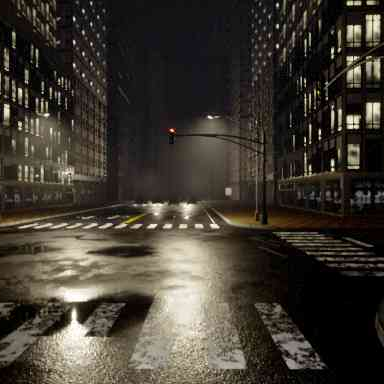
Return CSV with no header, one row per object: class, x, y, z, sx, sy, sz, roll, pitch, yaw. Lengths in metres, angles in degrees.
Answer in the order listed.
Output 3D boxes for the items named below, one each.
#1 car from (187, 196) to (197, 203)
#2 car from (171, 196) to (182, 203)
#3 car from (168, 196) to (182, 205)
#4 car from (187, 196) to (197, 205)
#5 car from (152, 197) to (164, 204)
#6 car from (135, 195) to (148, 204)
car,0.001,1.583,70.523,1.895,1.301,4.718,0,0,0
car,-3.249,1.522,70.077,1.994,1.385,4.181,0,0,0
car,-3.249,1.646,59.658,2.033,1.411,5.357,0,0,0
car,0.001,1.648,60.075,2.033,1.411,5.357,0,0,0
car,-6.499,1.680,64.243,1.994,1.385,4.181,0,0,0
car,-9.749,1.468,64.274,2.097,1.767,4.553,0,0,0
